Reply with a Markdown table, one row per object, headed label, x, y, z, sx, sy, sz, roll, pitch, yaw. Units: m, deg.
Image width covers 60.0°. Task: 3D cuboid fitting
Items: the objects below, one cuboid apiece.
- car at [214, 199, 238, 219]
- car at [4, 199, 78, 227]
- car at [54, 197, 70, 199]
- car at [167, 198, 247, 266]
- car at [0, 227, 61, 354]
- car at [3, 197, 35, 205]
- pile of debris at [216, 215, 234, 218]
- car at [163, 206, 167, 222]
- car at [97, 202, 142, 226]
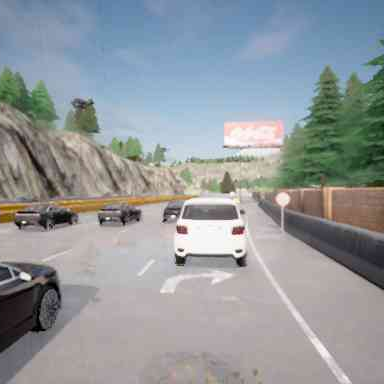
| label | x | y | z | sx | sy | sz | roll | pitch | yaw |
| --- | --- | --- | --- | --- | --- | --- | --- | --- | --- |
| car | 3.183 | 1.465 | 30.171 | 1.882 | 1.535 | 5.008 | 0 | 0 | 8 |
| car | -8.806 | 1.448 | 20.461 | 2.128 | 1.511 | 4.902 | 0 | 0 | 8 |
| car | -16.478 | 1.422 | 41.546 | 1.837 | 1.490 | 4.892 | 0 | 0 | 9 |
| car | 0.713 | 1.215 | 11.736 | 2.150 | 2.045 | 5.566 | 0 | 0 | 5 |
| car | -3.241 | 1.478 | 3.915 | 2.128 | 1.511 | 4.902 | 0 | 0 | 2 |
| car | -20.331 | 1.399 | 39.591 | 2.128 | 1.511 | 4.902 | 0 | 0 | 9 |
| pile of debris | 3.008 | 2.162 | 29.737 | 1.500 | 0.140 | 1.860 | 0 | 0 | 9 |
| car | -0.984 | 1.482 | 25.846 | 1.837 | 1.490 | 4.892 | 0 | 0 | 8 |
| car | -4.910 | 1.458 | 23.123 | 2.128 | 1.511 | 4.902 | 0 | 0 | 8 |
